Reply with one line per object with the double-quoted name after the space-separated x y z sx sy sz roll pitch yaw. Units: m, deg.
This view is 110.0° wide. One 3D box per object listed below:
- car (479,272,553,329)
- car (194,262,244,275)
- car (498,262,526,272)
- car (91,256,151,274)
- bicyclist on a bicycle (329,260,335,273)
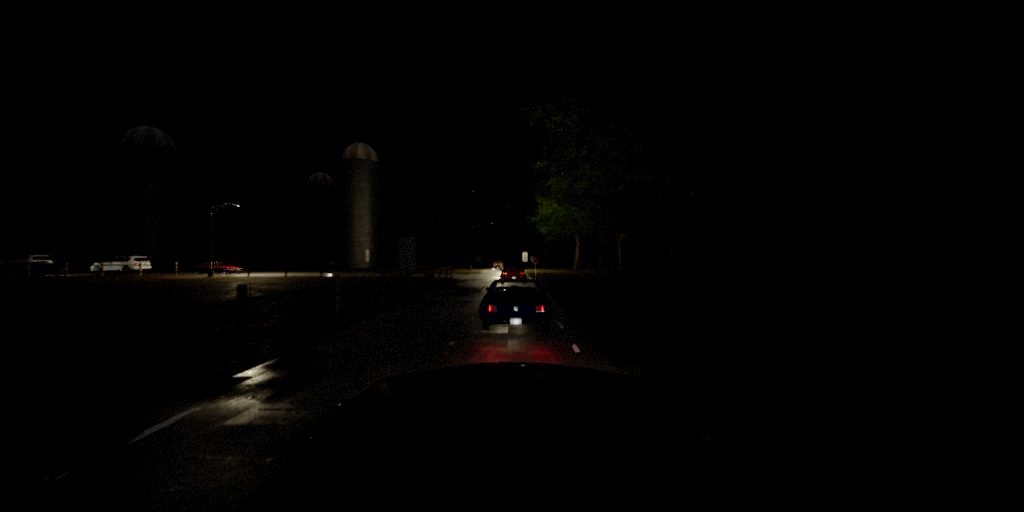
0.106 1.353 11.194 1.895 1.301 4.718 0 0 0 "car"
-32.058 1.364 39.280 4.674 1.442 1.812 0 0 0 "car"
0.054 1.361 26.959 1.812 1.442 4.674 0 -1 -2 "car"
-45.773 1.046 42.058 5.566 2.045 2.150 0 0 0 "car"
-22.724 1.335 45.319 0.582 1.620 1.656 0 0 0 "bicyclist on a bicycle"
